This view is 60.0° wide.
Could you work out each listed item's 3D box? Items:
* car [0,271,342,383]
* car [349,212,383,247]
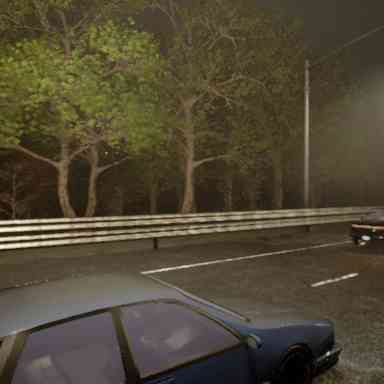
[{"bbox_3d":[-0.815,1.554,3.170,5.357,1.411,2.033,1,0,-36],"label":"car"},{"bbox_3d":[8.749,1.601,14.394,4.902,1.511,2.128,1,0,-36],"label":"car"}]
